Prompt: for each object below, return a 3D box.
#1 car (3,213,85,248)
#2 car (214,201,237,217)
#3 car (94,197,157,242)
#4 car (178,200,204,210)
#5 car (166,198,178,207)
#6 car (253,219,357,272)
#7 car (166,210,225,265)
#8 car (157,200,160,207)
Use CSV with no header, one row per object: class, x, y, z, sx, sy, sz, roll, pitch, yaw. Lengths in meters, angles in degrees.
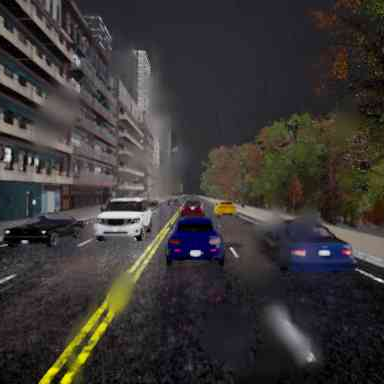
car,-6.616,1.678,15.371,1.895,1.301,4.718,0,0,0
car,3.318,1.645,33.475,1.882,1.535,5.008,0,0,0
car,-3.367,1.308,17.346,2.150,2.045,5.566,0,0,0
car,0.069,1.510,31.678,2.097,1.767,4.553,0,0,0
car,-3.359,1.791,58.149,2.128,1.511,4.902,0,0,0
car,3.341,1.600,10.914,2.033,1.411,5.357,0,0,0
car,0.102,1.584,11.757,1.812,1.442,4.674,0,0,0
car,-6.612,1.889,55.962,1.895,1.301,4.718,0,0,0
